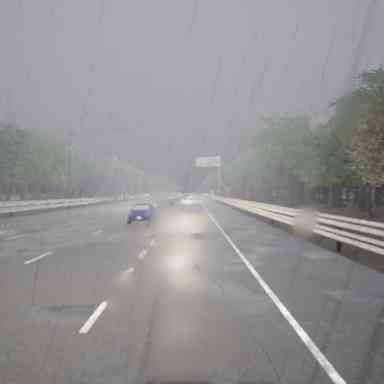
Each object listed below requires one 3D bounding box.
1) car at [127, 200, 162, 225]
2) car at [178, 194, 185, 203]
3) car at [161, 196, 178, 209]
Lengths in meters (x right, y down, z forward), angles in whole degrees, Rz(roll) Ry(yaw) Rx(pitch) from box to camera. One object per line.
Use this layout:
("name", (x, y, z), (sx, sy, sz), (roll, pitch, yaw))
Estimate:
("car", (-3.489, 1.535, 24.200), (1.812, 1.442, 4.674), (0, 0, 0))
("car", (-3.280, 1.553, 72.085), (2.033, 1.411, 5.357), (0, 0, 0))
("car", (-3.429, 1.509, 44.873), (2.128, 1.511, 4.902), (0, 0, 0))
